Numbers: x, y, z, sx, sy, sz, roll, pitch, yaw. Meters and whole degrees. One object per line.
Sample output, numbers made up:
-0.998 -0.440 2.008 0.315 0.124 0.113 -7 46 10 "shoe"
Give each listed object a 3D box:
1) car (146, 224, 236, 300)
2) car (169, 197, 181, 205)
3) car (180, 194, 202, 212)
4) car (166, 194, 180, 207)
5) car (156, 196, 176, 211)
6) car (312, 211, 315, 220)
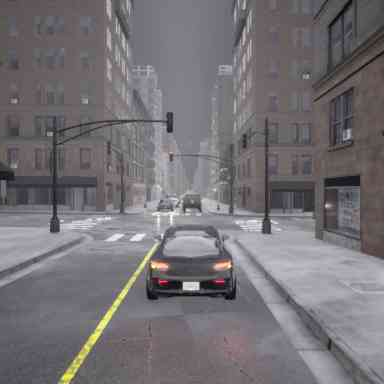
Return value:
-0.012 1.527 8.280 1.812 1.442 4.674 0 0 0 "car"
-3.181 1.644 64.833 2.033 1.411 5.357 0 0 0 "car"
0.031 1.270 40.322 2.150 2.045 5.566 0 0 0 "car"
-3.204 1.292 51.457 2.150 2.045 5.566 0 0 0 "car"
-3.202 1.555 40.889 1.837 1.490 4.892 0 0 -2 "car"
12.297 1.720 26.889 5.008 1.535 1.882 1 0 -1 "car"
